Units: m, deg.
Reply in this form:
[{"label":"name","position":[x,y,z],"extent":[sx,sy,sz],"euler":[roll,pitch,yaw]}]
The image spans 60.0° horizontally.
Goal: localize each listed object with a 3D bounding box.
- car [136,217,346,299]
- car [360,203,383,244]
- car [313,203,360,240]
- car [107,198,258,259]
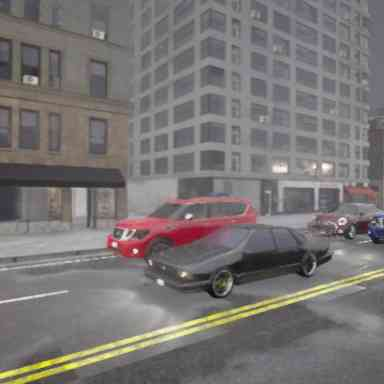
[{"label":"car","position":[1.502,1.557,8.691],"extent":[5.357,1.411,2.033],"euler":[0,0,-35]},{"label":"car","position":[10.074,1.244,14.728],"extent":[5.566,2.045,2.150],"euler":[0,0,-35]},{"label":"car","position":[8.116,1.375,17.324],"extent":[4.553,1.767,2.097],"euler":[0,0,-35]},{"label":"car","position":[-0.058,1.231,11.572],"extent":[5.566,2.045,2.150],"euler":[0,0,-35]}]
